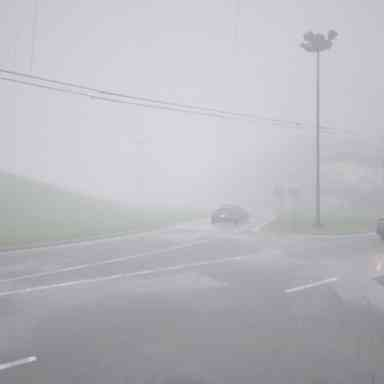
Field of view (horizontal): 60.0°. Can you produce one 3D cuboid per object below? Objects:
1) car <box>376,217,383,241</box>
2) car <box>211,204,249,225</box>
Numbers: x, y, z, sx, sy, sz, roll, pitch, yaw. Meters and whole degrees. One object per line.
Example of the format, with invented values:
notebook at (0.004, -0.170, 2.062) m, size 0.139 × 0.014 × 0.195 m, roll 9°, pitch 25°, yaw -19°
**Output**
car at (10.528, 1.528, 15.549) m, size 4.902 × 1.511 × 2.128 m, roll 0°, pitch 0°, yaw -35°
car at (2.884, 1.598, 24.485) m, size 1.994 × 1.385 × 4.181 m, roll 0°, pitch 0°, yaw 22°
